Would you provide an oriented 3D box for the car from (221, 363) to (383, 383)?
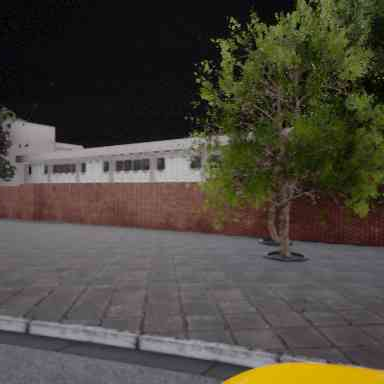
[{"bbox_3d":[2.149,1.478,1.031,5.008,1.535,1.882,0,0,24],"label":"car"}]
